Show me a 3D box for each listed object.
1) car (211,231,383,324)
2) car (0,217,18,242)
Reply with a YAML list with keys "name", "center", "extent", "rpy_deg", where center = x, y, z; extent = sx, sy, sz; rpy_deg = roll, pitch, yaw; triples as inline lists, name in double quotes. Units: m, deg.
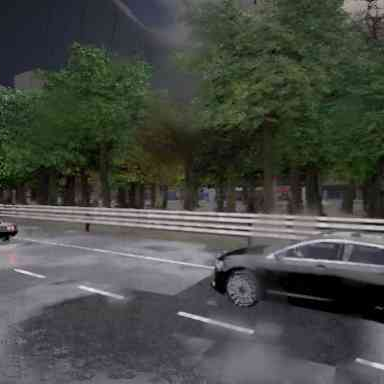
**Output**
- name: "car"
  center: [2.675, 1.493, 6.258]
  extent: [4.902, 1.511, 2.128]
  rpy_deg: [0, 0, 35]
- name: "car"
  center: [-10.123, 1.643, 15.400]
  extent: [4.718, 1.301, 1.895]
  rpy_deg: [0, 0, 36]
